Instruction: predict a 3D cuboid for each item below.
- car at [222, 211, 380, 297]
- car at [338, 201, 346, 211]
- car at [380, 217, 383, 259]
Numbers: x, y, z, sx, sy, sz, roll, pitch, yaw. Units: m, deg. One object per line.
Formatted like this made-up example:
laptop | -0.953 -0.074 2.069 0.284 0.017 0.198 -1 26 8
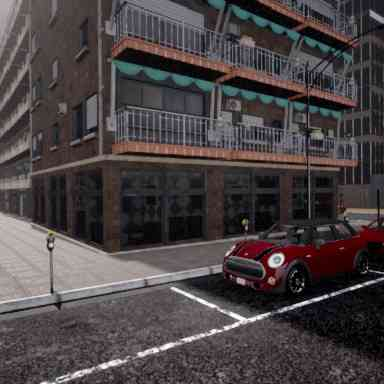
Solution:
car | 2.697 1.439 8.485 4.097 1.590 1.967 0 -1 -35
car | 16.482 1.745 40.570 1.967 1.590 4.097 -2 0 -36
car | 7.198 1.543 11.687 4.507 1.381 1.887 0 -1 -35
